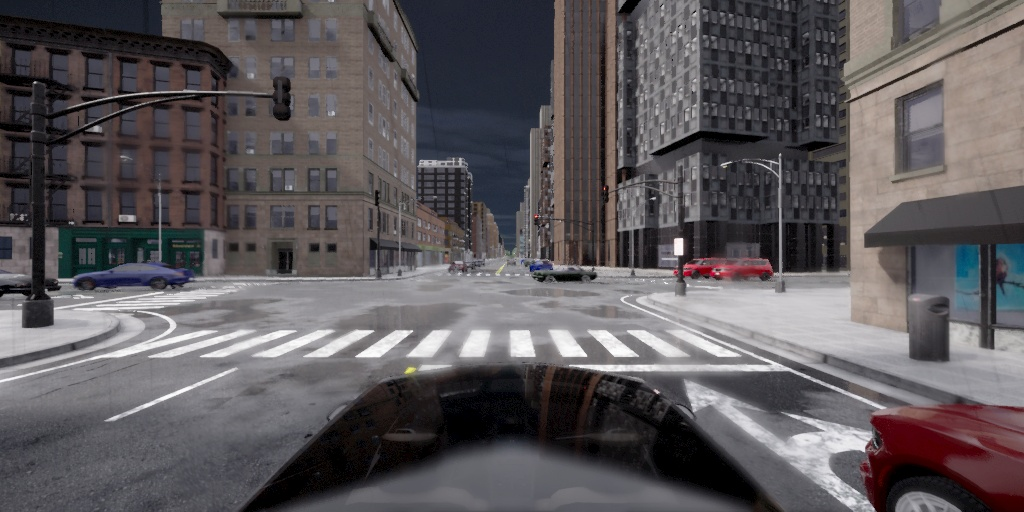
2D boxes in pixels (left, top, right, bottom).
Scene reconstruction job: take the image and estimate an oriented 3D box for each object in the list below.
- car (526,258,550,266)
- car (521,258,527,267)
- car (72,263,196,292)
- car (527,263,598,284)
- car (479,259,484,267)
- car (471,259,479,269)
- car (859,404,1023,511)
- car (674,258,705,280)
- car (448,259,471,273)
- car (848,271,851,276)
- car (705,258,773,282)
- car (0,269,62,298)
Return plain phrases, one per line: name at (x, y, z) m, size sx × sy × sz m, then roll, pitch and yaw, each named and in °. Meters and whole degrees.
car at (3.299, 1.227, 40.274) m, size 1.882 × 1.535 × 5.008 m, roll -1°, pitch 0°, yaw -8°
car at (3.242, 1.109, 65.031) m, size 2.097 × 1.767 × 4.553 m, roll 0°, pitch 0°, yaw 0°
car at (-19.646, 1.067, 18.857) m, size 4.674 × 1.442 × 1.812 m, roll 1°, pitch 0°, yaw -17°
car at (3.904, 1.390, 26.874) m, size 4.718 × 1.301 × 1.895 m, roll 1°, pitch 0°, yaw -20°
car at (-6.672, 1.322, 64.618) m, size 1.994 × 1.385 × 4.181 m, roll 0°, pitch 0°, yaw 0°
car at (-6.682, 1.249, 54.656) m, size 2.128 × 1.511 × 4.902 m, roll 0°, pitch 0°, yaw 0°
car at (3.353, 1.228, 0.392) m, size 1.882 × 1.535 × 5.008 m, roll 0°, pitch 0°, yaw 0°
car at (18.705, 1.246, 35.258) m, size 5.566 × 2.045 × 2.150 m, roll 0°, pitch 0°, yaw -17°
car at (-6.671, 1.281, 44.695) m, size 1.812 × 1.442 × 4.674 m, roll 0°, pitch 0°, yaw 0°
car at (41.503, 1.842, 41.084) m, size 5.357 × 1.411 × 2.033 m, roll 1°, pitch 0°, yaw -12°
car at (20.843, 1.247, 32.506) m, size 5.566 × 2.045 × 2.150 m, roll 1°, pitch 0°, yaw -16°
car at (-22.317, 1.031, 14.434) m, size 5.357 × 1.411 × 2.033 m, roll 1°, pitch 0°, yaw -16°
